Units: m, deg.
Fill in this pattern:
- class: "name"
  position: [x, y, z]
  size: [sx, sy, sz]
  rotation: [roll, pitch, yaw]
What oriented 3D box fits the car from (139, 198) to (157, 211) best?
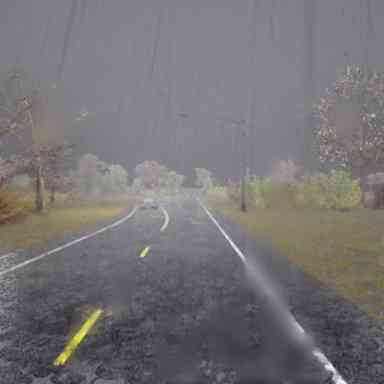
- class: "car"
  position: [-5.175, 1.482, 39.634]
  size: [1.812, 1.442, 4.674]
  rotation: [0, 0, -7]
